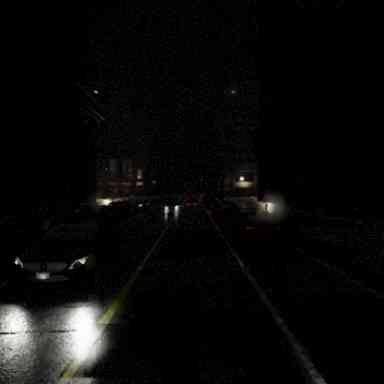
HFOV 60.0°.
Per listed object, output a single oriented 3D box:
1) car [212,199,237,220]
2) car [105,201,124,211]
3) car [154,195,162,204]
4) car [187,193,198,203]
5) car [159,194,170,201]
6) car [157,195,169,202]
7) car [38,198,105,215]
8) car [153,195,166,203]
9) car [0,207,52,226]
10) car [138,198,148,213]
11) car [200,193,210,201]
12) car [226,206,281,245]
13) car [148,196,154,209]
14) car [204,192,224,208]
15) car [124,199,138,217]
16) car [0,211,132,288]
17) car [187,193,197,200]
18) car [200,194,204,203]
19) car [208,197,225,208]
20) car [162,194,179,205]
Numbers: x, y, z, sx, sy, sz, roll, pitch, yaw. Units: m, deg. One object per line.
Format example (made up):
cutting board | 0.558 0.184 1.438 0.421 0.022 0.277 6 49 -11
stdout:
car | 2.767 1.431 26.010 1.802 1.307 4.206 0 0 0
car | -5.760 1.447 20.370 1.947 1.339 4.313 0 0 0
car | -5.751 1.281 54.189 1.802 1.307 4.206 0 0 0
car | 0.018 1.278 58.718 1.895 1.301 4.718 0 0 0
car | -5.748 1.169 71.099 2.008 1.369 4.403 0 0 0
car | -5.749 1.211 65.462 1.947 1.339 4.313 0 0 0
car | -5.762 1.229 14.732 2.192 1.841 5.009 0 0 0
car | -5.750 1.238 59.826 1.947 1.339 4.313 0 0 0
car | -5.763 1.387 9.095 1.967 1.590 4.097 0 0 0
car | -5.757 1.368 31.642 2.008 1.369 4.403 0 0 0
car | 2.777 1.059 71.097 1.967 1.590 4.097 0 0 0
car | 2.764 1.496 14.737 1.802 1.307 4.206 0 0 0
car | -5.756 1.369 37.280 1.802 1.307 4.206 0 0 0
car | 3.011 0.980 43.164 2.150 2.045 5.566 0 0 0
car | -5.758 1.415 26.006 1.947 1.339 4.313 0 0 0
car | -3.098 1.471 9.245 1.812 1.442 4.674 0 0 0
car | 0.020 0.971 74.233 1.994 1.385 4.181 0 0 0
car | 2.775 1.238 59.826 1.947 1.339 4.313 0 0 0
car | 2.768 1.399 31.646 1.802 1.307 4.206 0 0 0
car | -3.066 1.220 50.750 1.837 1.490 4.892 0 1 0
